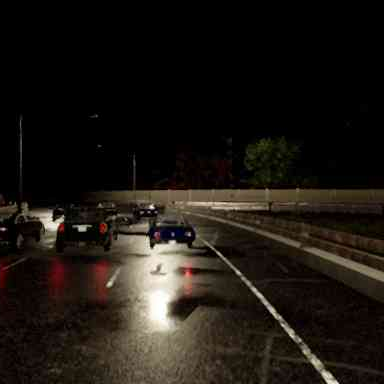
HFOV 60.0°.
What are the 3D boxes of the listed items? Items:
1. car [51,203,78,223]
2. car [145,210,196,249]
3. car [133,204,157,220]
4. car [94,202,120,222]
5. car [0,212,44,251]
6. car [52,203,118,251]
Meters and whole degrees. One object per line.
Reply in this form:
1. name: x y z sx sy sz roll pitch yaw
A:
1. car: -11.243 1.785 29.616 1.837 1.490 4.892 0 0 -16
2. car: -1.078 1.744 15.472 1.895 1.301 4.718 0 0 -8
3. car: -4.416 1.836 31.238 2.033 1.411 5.357 0 -1 -16
4. car: -7.877 1.777 30.573 2.128 1.511 4.902 0 0 -16
5. car: -8.045 1.632 14.705 2.128 1.511 4.902 0 0 -8
6. car: -4.542 1.490 14.965 2.097 1.767 4.553 0 -1 -8
